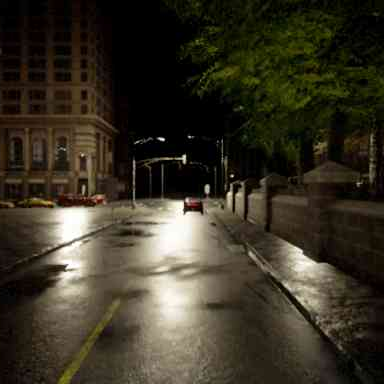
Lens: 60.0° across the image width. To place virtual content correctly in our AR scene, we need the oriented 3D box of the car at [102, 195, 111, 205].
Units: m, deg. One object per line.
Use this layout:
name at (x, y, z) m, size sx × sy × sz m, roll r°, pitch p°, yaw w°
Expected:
car at (-14.797, 1.222, 51.690) m, size 4.097 × 1.590 × 1.967 m, roll -1°, pitch 1°, yaw 0°

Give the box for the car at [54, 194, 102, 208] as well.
car at (-14.826, 1.186, 43.162) m, size 5.009 × 1.841 × 2.192 m, roll -1°, pitch 1°, yaw 0°

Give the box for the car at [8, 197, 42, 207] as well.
car at (-25.875, 1.498, 51.742) m, size 4.313 × 1.339 × 1.947 m, roll -1°, pitch 1°, yaw 0°

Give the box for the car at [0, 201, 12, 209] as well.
car at (-25.734, 1.544, 43.215) m, size 4.829 × 1.417 × 1.752 m, roll -1°, pitch 1°, yaw 0°

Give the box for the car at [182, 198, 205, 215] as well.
car at (0.130, 1.257, 30.538) m, size 2.128 × 1.511 × 4.902 m, roll 0°, pitch 0°, yaw 1°

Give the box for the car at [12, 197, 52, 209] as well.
car at (-20.194, 1.470, 43.190) m, size 4.829 × 1.417 × 1.752 m, roll -1°, pitch 1°, yaw 0°
